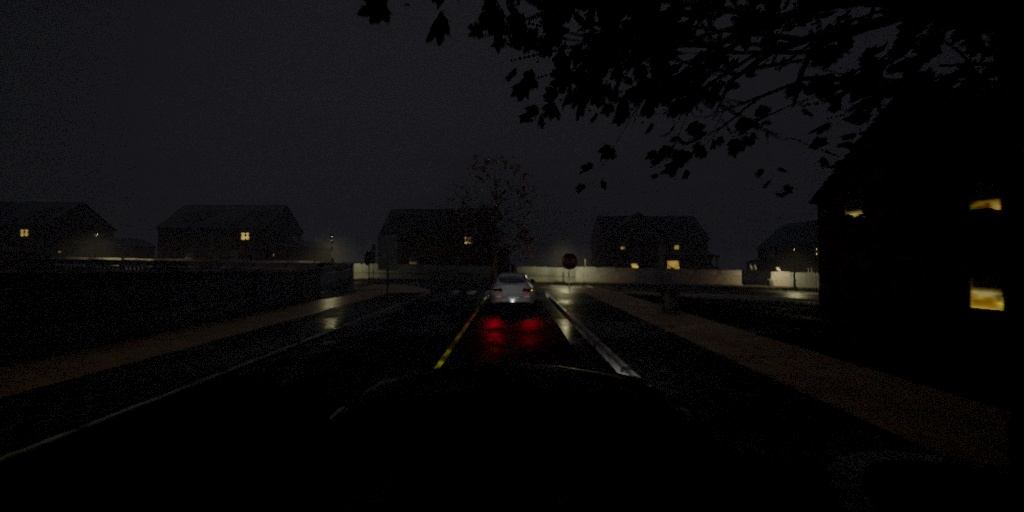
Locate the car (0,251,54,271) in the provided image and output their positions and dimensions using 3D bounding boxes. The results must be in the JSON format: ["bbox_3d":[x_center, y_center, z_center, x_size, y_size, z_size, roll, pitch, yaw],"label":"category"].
[{"bbox_3d":[-40.368,0.595,28.889,5.566,2.045,2.150,1,-1,0],"label":"car"}]

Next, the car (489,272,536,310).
[{"bbox_3d":[0.012,1.429,15.525,1.812,1.442,4.674,0,-1,0],"label":"car"}]

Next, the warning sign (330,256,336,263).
[{"bbox_3d":[-15.832,0.953,31.529,1.060,1.860,1.300,0,0,0],"label":"warning sign"}]
